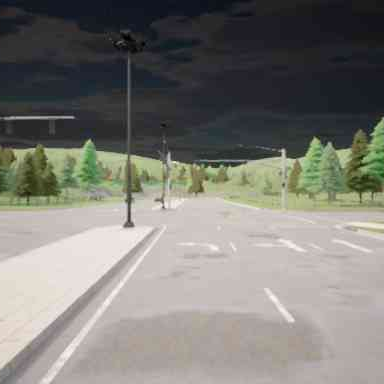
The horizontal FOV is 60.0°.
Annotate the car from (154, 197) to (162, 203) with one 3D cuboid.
[{"bbox_3d":[-8.033,1.926,80.481,2.033,1.411,5.357,0,0,0],"label":"car"}]

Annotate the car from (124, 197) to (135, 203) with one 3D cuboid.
[{"bbox_3d":[-15.034,1.927,80.621,2.033,1.411,5.357,0,0,0],"label":"car"}]
